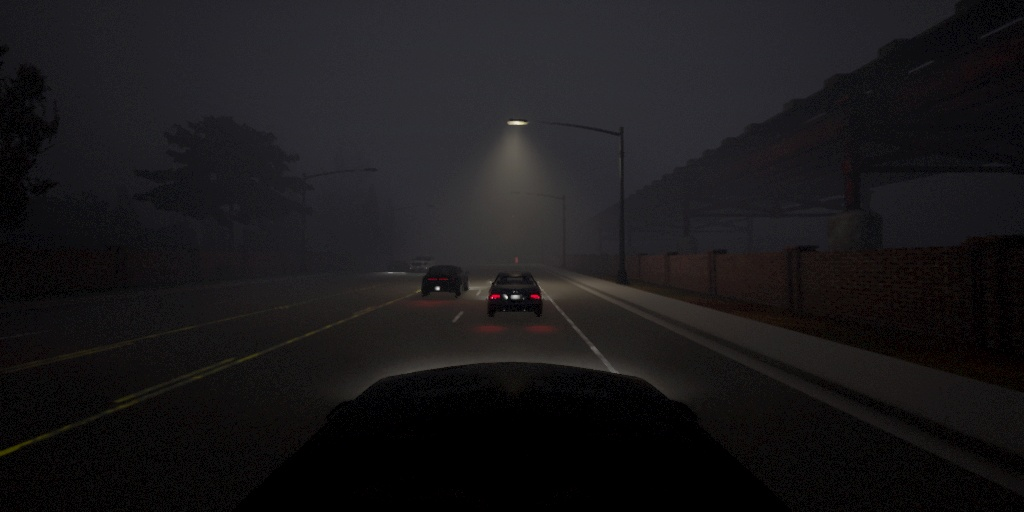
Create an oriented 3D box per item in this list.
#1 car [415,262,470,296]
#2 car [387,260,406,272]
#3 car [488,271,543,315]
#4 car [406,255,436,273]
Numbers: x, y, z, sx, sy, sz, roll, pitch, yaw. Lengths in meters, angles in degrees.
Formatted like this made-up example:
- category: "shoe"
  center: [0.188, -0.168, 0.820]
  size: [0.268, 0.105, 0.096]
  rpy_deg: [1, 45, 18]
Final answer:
- category: "car"
  center: [-3.404, 1.229, 18.860]
  size: [1.837, 1.490, 4.892]
  rpy_deg: [0, 0, 0]
- category: "car"
  center: [-14.091, 1.248, 44.778]
  size: [1.994, 1.385, 4.181]
  rpy_deg: [0, 0, 0]
- category: "car"
  center: [0.098, 1.280, 13.343]
  size: [2.033, 1.411, 5.357]
  rpy_deg: [0, 0, 0]
- category: "car"
  center: [-10.599, 0.908, 43.289]
  size: [2.150, 2.045, 5.566]
  rpy_deg: [0, 0, 0]
